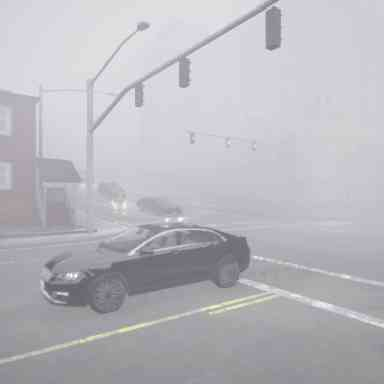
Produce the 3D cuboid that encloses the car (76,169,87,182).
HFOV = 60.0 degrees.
[{"bbox_3d":[-14.928,-2.318,45.368,2.033,1.411,5.357,0,12,-35],"label":"car"}]

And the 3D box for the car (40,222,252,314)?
[{"bbox_3d":[-0.806,1.491,7.684,4.902,1.511,2.128,0,0,-34],"label":"car"}]

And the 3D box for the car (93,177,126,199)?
[{"bbox_3d":[-8.922,-0.283,37.000,2.128,1.511,4.902,0,10,-35],"label":"car"}]

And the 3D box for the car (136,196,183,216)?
[{"bbox_3d":[-2.943,1.087,28.676,2.033,1.411,5.357,0,5,-36],"label":"car"}]
